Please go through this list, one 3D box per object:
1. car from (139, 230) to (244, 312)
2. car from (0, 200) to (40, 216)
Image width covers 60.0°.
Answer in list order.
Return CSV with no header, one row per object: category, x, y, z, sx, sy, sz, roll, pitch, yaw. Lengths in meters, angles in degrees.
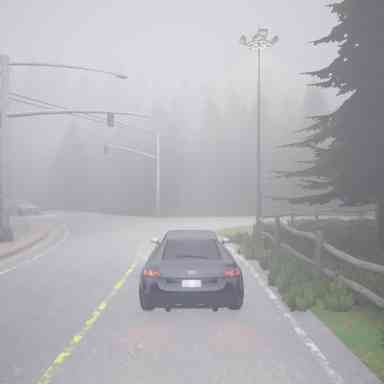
car,-0.030,1.564,7.803,1.994,1.385,4.181,0,0,-1
car,-17.064,1.526,32.839,4.674,1.442,1.812,0,0,30
